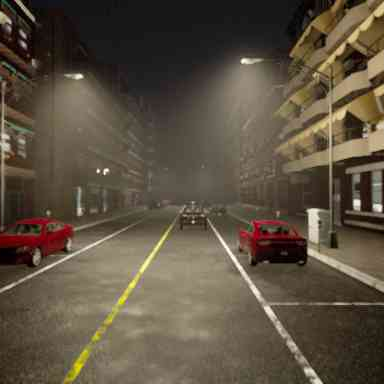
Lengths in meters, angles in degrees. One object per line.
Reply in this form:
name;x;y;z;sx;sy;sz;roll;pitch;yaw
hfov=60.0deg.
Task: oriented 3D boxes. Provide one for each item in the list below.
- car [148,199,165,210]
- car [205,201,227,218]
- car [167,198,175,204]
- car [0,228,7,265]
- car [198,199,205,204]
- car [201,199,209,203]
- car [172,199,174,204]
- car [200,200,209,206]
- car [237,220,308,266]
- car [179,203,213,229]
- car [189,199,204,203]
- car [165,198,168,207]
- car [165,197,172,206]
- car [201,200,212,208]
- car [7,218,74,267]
car;-5.708;2.105;51.355;2.008;1.369;4.403;0;-1;0
car;2.679;1.925;34.447;2.008;1.369;4.403;0;-1;0
car;-5.721;2.498;90.637;1.752;1.417;4.829;0;-1;0
car;-5.691;1.509;6.270;1.967;1.590;4.097;0;-1;0
car;2.659;2.558;90.806;1.802;1.307;4.206;0;-1;0
car;2.672;2.142;57.161;1.752;1.417;4.829;0;-1;0
car;-5.717;2.169;79.539;2.192;1.841;5.009;0;-1;0
car;2.665;2.377;73.898;1.802;1.307;4.206;0;-1;0
car;2.687;1.675;11.904;1.887;1.381;4.507;0;-1;0
car;0.091;1.748;23.635;2.128;1.511;4.902;0;-1;0
car;0.085;1.997;41.542;2.033;1.411;5.357;0;-1;0
car;-5.710;2.165;56.992;2.008;1.369;4.403;0;-1;0
car;-5.714;2.279;68.264;1.887;1.381;4.507;0;-1;0
car;2.669;2.241;62.627;1.947;1.339;4.313;0;-1;0
car;-5.693;1.675;11.905;1.887;1.381;4.507;0;-1;0
